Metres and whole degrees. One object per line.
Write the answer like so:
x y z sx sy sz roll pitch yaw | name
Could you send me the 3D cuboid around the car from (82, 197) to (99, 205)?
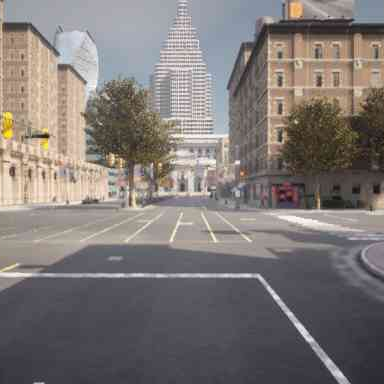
-18.249 1.557 59.832 1.895 1.301 4.718 0 0 0 | car
